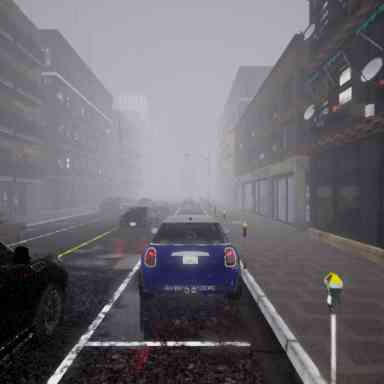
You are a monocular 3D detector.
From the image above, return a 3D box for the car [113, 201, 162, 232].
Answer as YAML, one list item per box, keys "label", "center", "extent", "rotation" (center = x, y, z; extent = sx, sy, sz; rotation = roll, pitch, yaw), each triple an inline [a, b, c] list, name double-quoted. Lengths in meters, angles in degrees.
- label: "car"
  center: [-3.096, 1.526, 19.868]
  extent: [1.812, 1.442, 4.674]
  rotation: [0, 0, 1]

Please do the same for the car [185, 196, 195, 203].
- label: "car"
  center: [-0.453, 1.545, 70.970]
  extent: [2.008, 1.369, 4.403]
  rotation: [0, 0, 0]

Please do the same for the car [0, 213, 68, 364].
- label: "car"
  center: [-3.144, 1.223, 3.216]
  extent: [2.150, 2.045, 5.566]
  rotation: [0, 0, 0]

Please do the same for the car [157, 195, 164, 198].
- label: "car"
  center: [-8.834, 1.541, 87.882]
  extent: [2.008, 1.369, 4.403]
  rotation: [0, 0, 0]

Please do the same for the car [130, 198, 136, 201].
- label: "car"
  center: [-8.834, 1.439, 42.793]
  extent: [1.967, 1.590, 4.097]
  rotation: [0, 0, 0]

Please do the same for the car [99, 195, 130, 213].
- label: "car"
  center: [-8.833, 1.314, 37.157]
  extent: [2.192, 1.841, 5.009]
  rotation: [0, 0, 0]

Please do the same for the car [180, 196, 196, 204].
- label: "car"
  center: [-0.454, 1.525, 37.323]
  extent: [1.752, 1.417, 4.829]
  rotation: [0, 0, 0]

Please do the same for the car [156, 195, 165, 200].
- label: "car"
  center: [-8.834, 1.539, 93.519]
  extent: [2.008, 1.369, 4.403]
  rotation: [0, 0, 0]

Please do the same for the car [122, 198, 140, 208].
- label: "car"
  center: [-8.834, 1.543, 48.430]
  extent: [1.887, 1.381, 4.507]
  rotation: [0, 0, 0]

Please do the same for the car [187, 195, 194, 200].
- label: "car"
  center: [-0.452, 1.513, 93.685]
  extent: [1.752, 1.417, 4.829]
  rotation: [0, 0, 0]

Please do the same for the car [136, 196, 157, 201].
- label: "car"
  center: [-6.192, 1.505, 43.978]
  extent: [1.837, 1.490, 4.892]
  rotation: [0, 0, 1]

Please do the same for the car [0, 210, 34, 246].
- label: "car"
  center: [-8.835, 1.583, 14.612]
  extent: [1.802, 1.307, 4.206]
  rotation: [0, 0, 0]

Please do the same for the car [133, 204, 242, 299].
- label: "car"
  center: [-0.032, 1.353, 8.619]
  extent: [2.097, 1.767, 4.553]
  rotation: [0, 0, 0]

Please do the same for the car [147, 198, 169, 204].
- label: "car"
  center: [-3.110, 1.600, 33.576]
  extent: [1.895, 1.301, 4.718]
  rotation: [0, 0, 1]
